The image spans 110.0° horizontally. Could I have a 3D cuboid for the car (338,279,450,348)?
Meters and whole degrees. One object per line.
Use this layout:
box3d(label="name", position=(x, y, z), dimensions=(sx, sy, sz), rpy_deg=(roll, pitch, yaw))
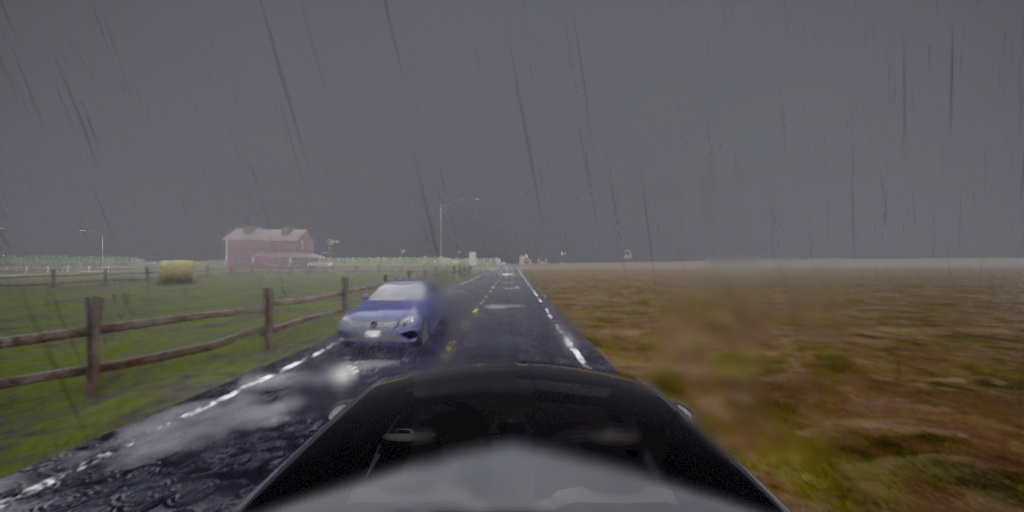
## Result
box3d(label="car", position=(-2.847, 1.365, 9.692), dimensions=(1.812, 1.442, 4.674), rpy_deg=(0, -1, 0))
